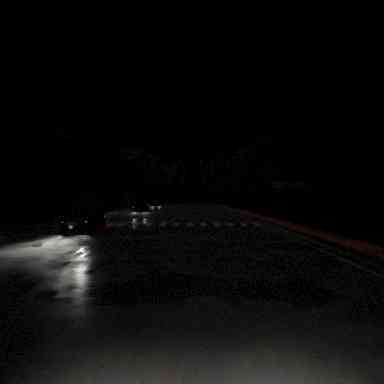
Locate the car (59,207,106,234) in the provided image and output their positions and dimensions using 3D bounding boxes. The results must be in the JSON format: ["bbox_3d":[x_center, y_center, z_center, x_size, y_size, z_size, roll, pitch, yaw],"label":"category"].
[{"bbox_3d":[-6.900,1.751,21.355,2.128,1.511,4.902,0,-1,0],"label":"car"}]

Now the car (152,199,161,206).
[{"bbox_3d":[-7.894,2.333,73.745,1.812,1.442,4.674,0,-1,-1],"label":"car"}]

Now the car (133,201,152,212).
[{"bbox_3d":[-7.376,2.103,48.087,1.837,1.490,4.892,0,0,-1],"label":"car"}]
